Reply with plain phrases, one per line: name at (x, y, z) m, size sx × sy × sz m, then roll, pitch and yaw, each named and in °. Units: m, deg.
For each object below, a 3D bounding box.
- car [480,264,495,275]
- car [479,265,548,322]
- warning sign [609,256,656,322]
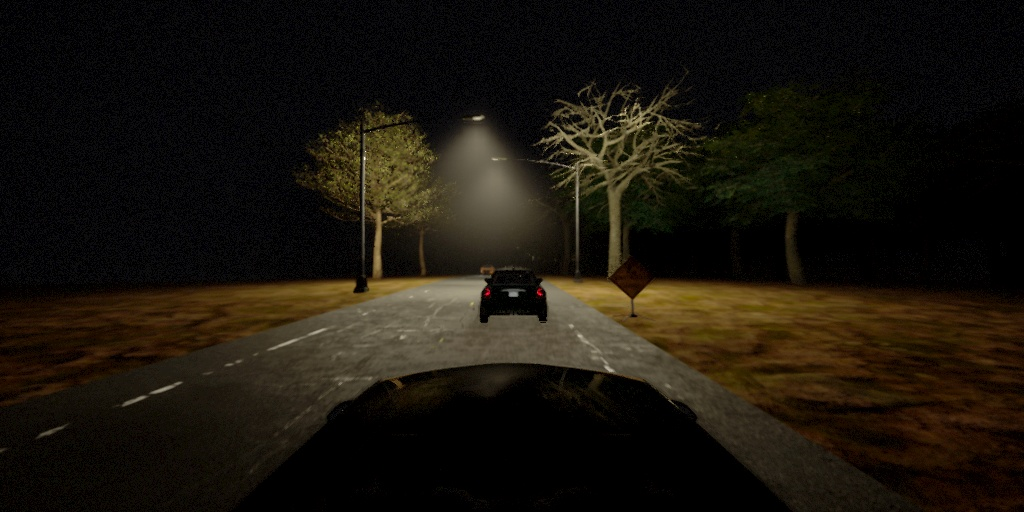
car at (-3.601, 2.014, 52.881) m, size 1.882 × 1.535 × 5.008 m, roll 0°, pitch -2°, yaw 0°
car at (0.059, 1.180, 12.801) m, size 2.097 × 1.767 × 4.553 m, roll 0°, pitch -1°, yaw 0°
warning sign at (3.543, 0.920, 10.505) m, size 1.300 × 1.860 × 1.060 m, roll 0°, pitch 0°, yaw 0°
